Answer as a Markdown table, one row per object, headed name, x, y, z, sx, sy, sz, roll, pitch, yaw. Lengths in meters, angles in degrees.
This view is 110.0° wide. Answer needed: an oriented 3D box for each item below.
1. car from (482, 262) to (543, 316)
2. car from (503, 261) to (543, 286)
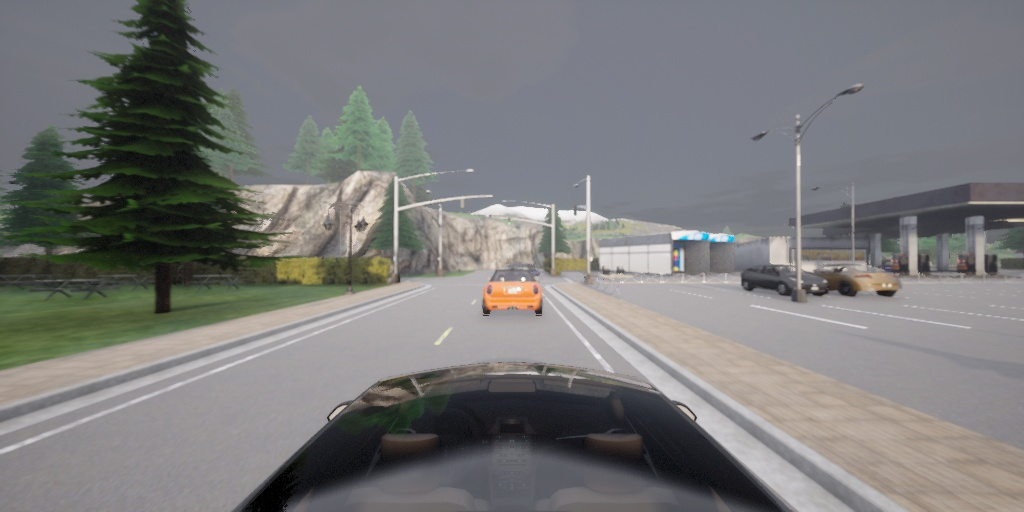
| name | x | y | z | sx | sy | sz | roll | pitch | yaw |
| --- | --- | --- | --- | --- | --- | --- | --- | --- | --- |
| car | 0.039 | 1.207 | 14.112 | 2.097 | 1.767 | 4.553 | 0 | -1 | 1 |
| car | 0.982 | 1.333 | 28.945 | 2.097 | 1.767 | 4.553 | 0 | 0 | 16 |
